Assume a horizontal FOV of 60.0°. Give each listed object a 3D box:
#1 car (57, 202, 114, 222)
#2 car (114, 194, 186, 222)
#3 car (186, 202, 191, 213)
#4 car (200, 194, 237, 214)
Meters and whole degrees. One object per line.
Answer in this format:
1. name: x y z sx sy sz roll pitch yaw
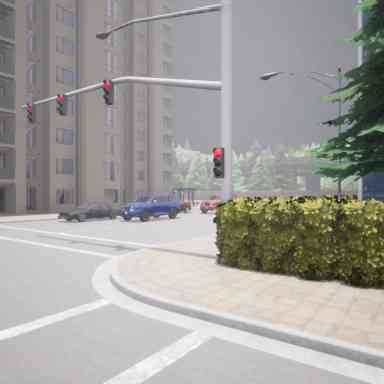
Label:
1. car: -7.875 1.547 26.554 2.033 1.411 5.357 0 0 36
2. car: -3.254 1.221 26.939 2.150 2.045 5.566 0 0 36
3. car: -2.071 1.478 34.462 1.882 1.535 5.008 0 0 36
4. car: 3.091 1.221 35.573 2.150 2.045 5.566 0 0 36
